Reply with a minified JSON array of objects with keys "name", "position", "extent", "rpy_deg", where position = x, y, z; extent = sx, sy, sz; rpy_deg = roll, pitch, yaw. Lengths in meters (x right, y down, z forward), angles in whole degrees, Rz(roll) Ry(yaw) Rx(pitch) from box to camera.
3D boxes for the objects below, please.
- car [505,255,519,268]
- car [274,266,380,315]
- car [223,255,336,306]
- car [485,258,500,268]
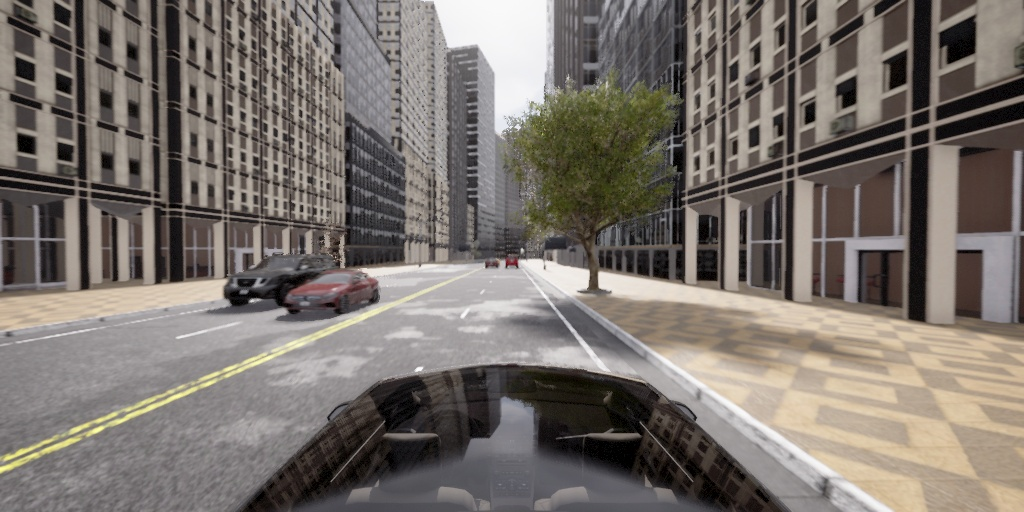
[{"name":"car","position":[-0.014,0.921,58.034],"extent":[2.150,2.045,5.566],"rpy_deg":[0,0,0]},{"name":"car","position":[-6.586,1.264,13.749],"extent":[1.812,1.442,4.674],"rpy_deg":[0,0,0]},{"name":"car","position":[-9.830,0.958,15.931],"extent":[2.150,2.045,5.566],"rpy_deg":[0,0,0]},{"name":"car","position":[-3.264,1.052,58.400],"extent":[2.097,1.767,4.553],"rpy_deg":[0,0,0]}]
